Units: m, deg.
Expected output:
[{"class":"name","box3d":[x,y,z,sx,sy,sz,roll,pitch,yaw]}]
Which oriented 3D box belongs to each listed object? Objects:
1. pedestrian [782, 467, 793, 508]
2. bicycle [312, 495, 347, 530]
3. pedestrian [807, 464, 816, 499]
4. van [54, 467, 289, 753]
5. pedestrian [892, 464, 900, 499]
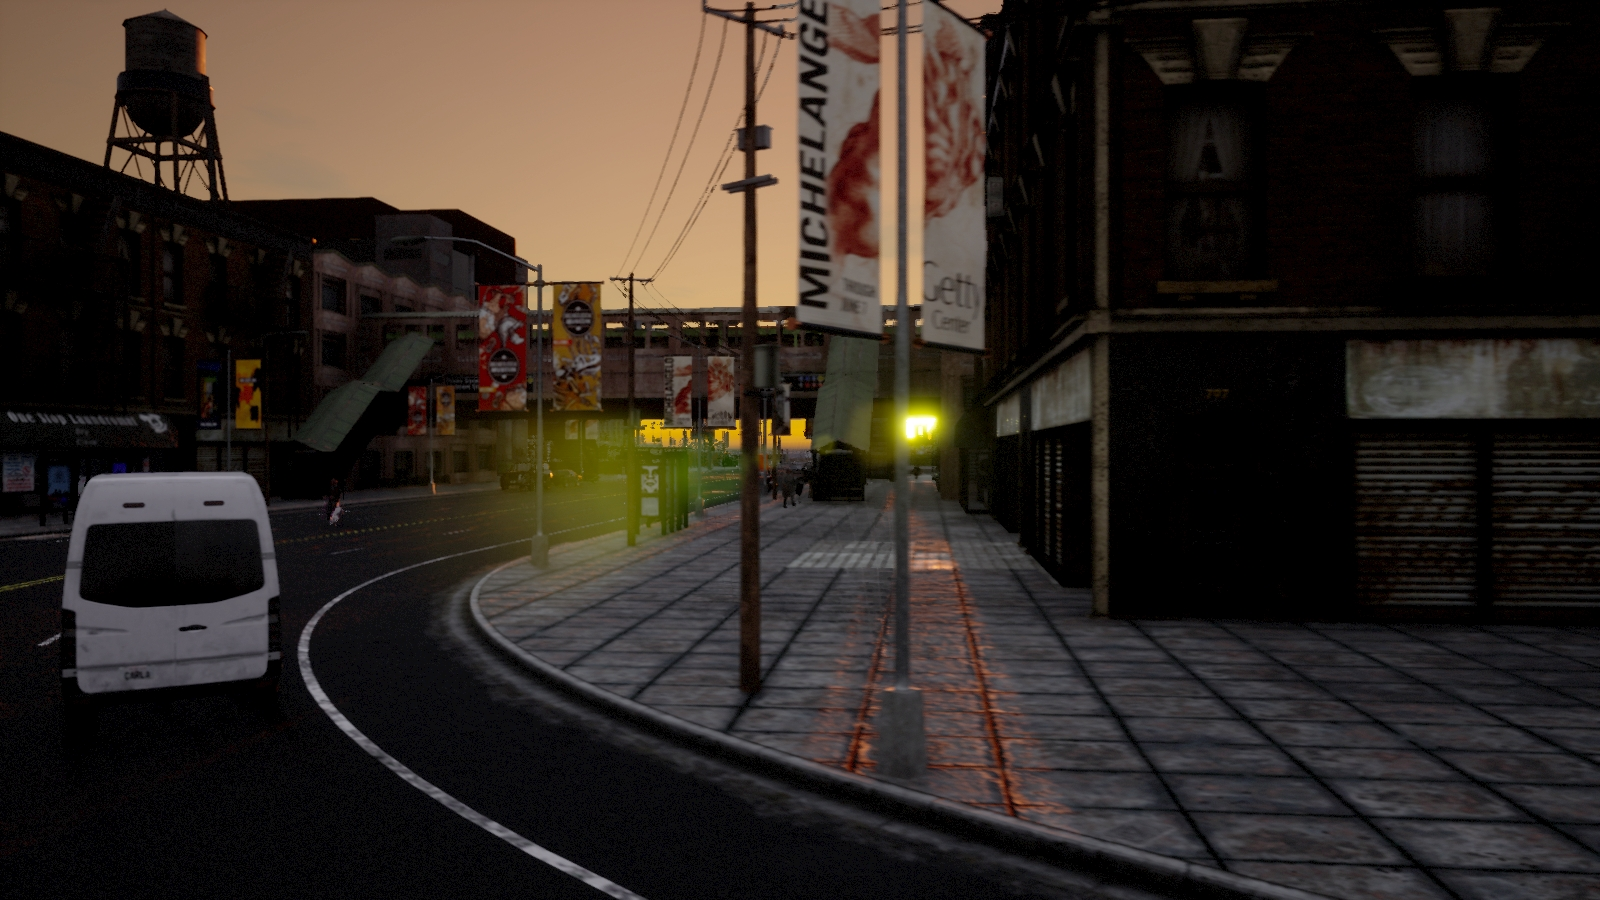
[{"class":"pedestrian","box3d":[-0.585,1.703,52.036,0.375,1.860,0.375,0,0,-30]},{"class":"bicycle","box3d":[-16.808,2.214,40.852,0.329,1.171,1.835,0,0,6]},{"class":"pedestrian","box3d":[0.622,1.705,61.989,0.375,1.860,0.375,0,0,25]},{"class":"van","box3d":[-7.495,1.535,13.717,1.988,2.561,5.915,0,0,-29]},{"class":"pedestrian","box3d":[5.189,1.705,61.665,0.375,1.860,0.375,0,0,1]}]
